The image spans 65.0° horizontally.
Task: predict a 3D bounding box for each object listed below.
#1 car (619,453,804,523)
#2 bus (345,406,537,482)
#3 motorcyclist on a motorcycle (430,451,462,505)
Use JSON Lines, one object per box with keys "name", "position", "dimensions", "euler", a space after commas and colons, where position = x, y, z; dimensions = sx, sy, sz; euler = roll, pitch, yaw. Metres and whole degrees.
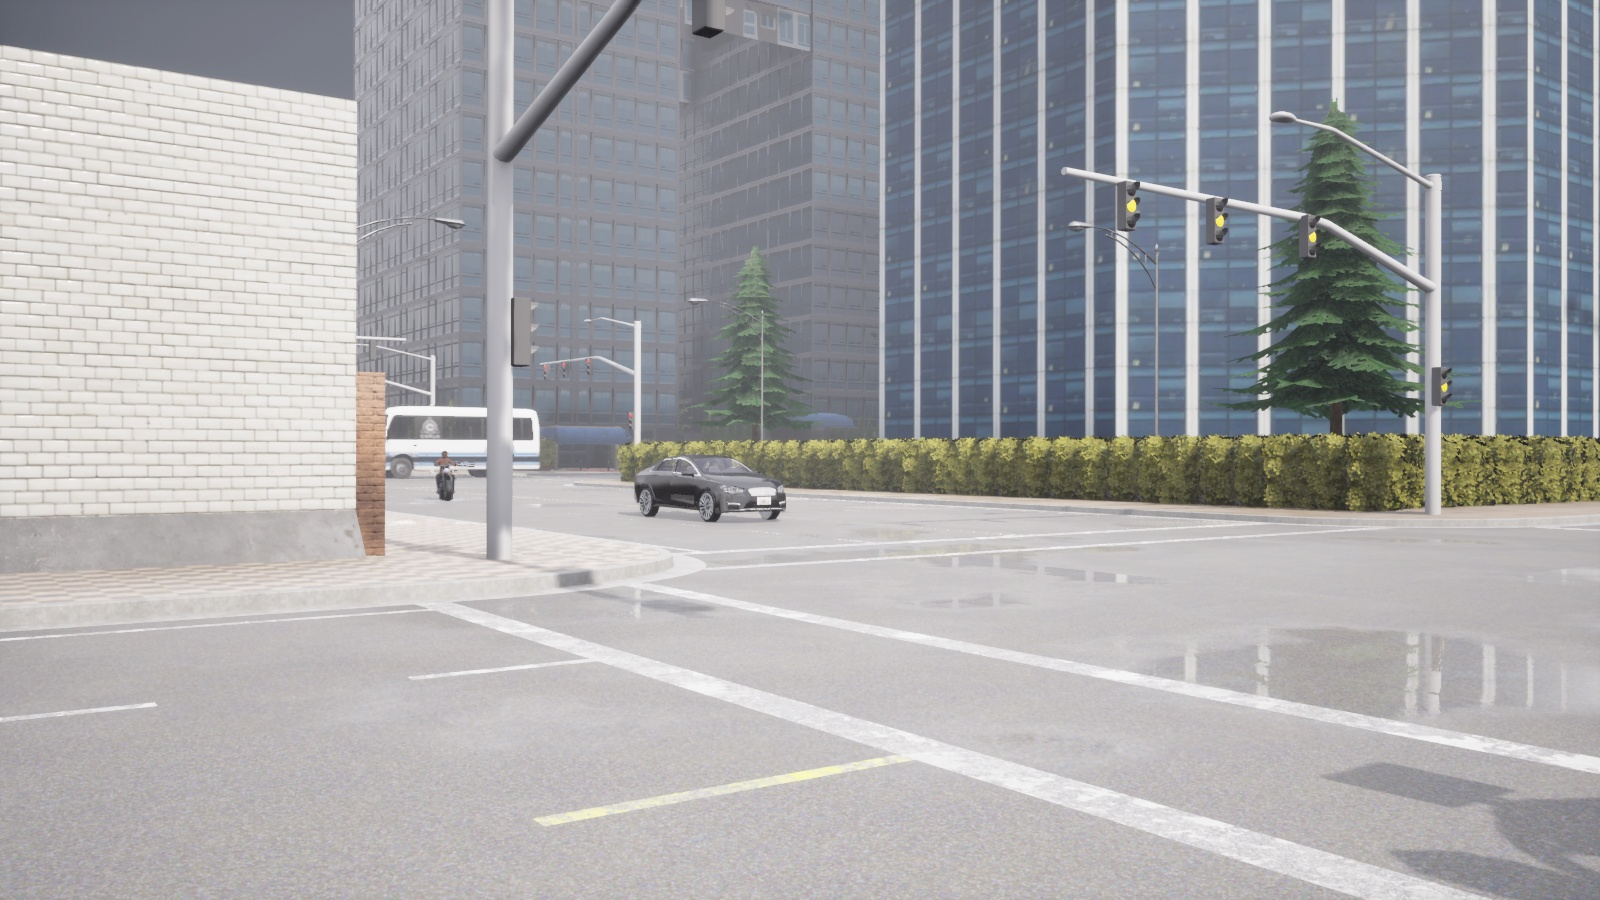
{"name": "car", "position": [-2.194, 0.834, 29.697], "dimensions": [2.128, 1.511, 4.902], "euler": [0, 0, -35]}
{"name": "bus", "position": [-21.239, -0.348, 74.650], "dimensions": [10.273, 4.253, 3.944], "euler": [0, 0, -36]}
{"name": "motorcyclist on a motorcycle", "position": [-11.344, 0.873, 40.230], "dimensions": [0.766, 1.649, 2.350], "euler": [0, 0, -21]}
